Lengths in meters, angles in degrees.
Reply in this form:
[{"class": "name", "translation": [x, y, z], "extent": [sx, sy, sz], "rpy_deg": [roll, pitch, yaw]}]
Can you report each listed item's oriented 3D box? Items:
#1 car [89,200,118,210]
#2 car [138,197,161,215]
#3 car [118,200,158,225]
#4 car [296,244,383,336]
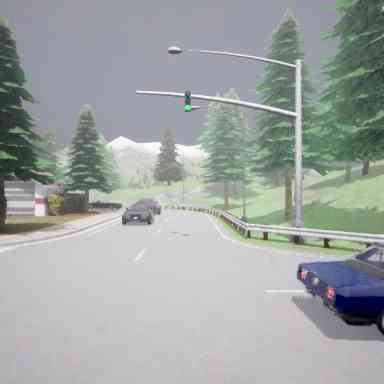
[{"class": "car", "translation": [-11.147, 1.608, 41.838], "extent": [4.718, 1.301, 1.895], "rpy_deg": [0, 0, 14]}, {"class": "car", "translation": [-4.618, 1.352, 34.062], "extent": [2.097, 1.767, 4.553], "rpy_deg": [0, 0, -19]}, {"class": "car", "translation": [-3.840, 1.564, 24.267], "extent": [1.994, 1.385, 4.181], "rpy_deg": [0, 0, -2]}, {"class": "car", "translation": [4.439, 1.624, 5.818], "extent": [4.718, 1.301, 1.895], "rpy_deg": [0, 0, -1]}]
